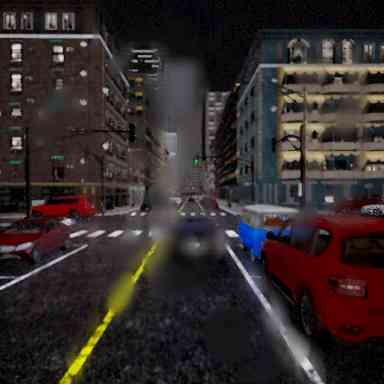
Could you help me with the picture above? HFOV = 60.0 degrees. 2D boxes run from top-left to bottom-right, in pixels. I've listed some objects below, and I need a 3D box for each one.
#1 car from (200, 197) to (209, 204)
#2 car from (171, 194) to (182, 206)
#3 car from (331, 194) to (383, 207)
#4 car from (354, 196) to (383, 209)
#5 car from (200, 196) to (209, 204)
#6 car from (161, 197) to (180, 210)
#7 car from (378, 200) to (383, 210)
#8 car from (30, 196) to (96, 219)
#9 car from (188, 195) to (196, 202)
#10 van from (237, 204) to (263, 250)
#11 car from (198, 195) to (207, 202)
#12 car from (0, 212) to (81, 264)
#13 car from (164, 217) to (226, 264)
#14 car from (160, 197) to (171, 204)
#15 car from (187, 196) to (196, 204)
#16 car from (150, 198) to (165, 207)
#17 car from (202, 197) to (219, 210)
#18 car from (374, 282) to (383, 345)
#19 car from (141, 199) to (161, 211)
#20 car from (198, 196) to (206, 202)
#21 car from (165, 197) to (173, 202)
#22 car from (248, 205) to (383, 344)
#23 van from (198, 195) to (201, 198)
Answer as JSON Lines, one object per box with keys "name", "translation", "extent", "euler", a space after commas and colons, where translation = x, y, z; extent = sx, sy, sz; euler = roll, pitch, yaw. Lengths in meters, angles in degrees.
{"name": "car", "translation": [2.652, 1.828, 71.936], "extent": [1.947, 1.339, 4.313], "euler": [0, 0, 0]}
{"name": "car", "translation": [-3.059, 1.444, 62.149], "extent": [2.150, 2.045, 5.566], "euler": [0, 0, 1]}
{"name": "car", "translation": [15.746, 1.138, 31.465], "extent": [5.009, 1.841, 2.192], "euler": [-1, 1, 0]}
{"name": "car", "translation": [17.130, 1.340, 28.902], "extent": [4.674, 1.442, 1.812], "euler": [-1, 0, 0]}
{"name": "car", "translation": [2.662, 1.740, 49.842], "extent": [1.947, 1.339, 4.313], "euler": [0, 0, 0]}
{"name": "car", "translation": [-3.103, 1.764, 46.860], "extent": [1.895, 1.301, 4.718], "euler": [0, 0, 0]}
{"name": "car", "translation": [15.774, 1.426, 23.090], "extent": [4.313, 1.339, 1.947], "euler": [-1, 1, 0]}
{"name": "car", "translation": [-11.146, 1.436, 28.671], "extent": [5.566, 2.045, 2.150], "euler": [-1, 0, 6]}
{"name": "car", "translation": [-0.037, 1.621, 83.780], "extent": [1.882, 1.535, 5.008], "euler": [0, 0, 0]}
{"name": "van", "translation": [2.678, 1.381, 11.925], "extent": [1.690, 1.788, 3.998], "euler": [0, 0, 0]}
{"name": "car", "translation": [2.657, 1.762, 60.889], "extent": [1.887, 1.381, 4.507], "euler": [0, 0, 0]}
{"name": "car", "translation": [-5.702, 1.622, 11.922], "extent": [1.802, 1.307, 4.206], "euler": [0, 0, 0]}
{"name": "car", "translation": [0.096, 1.604, 12.029], "extent": [1.994, 1.385, 4.181], "euler": [0, 0, 0]}
{"name": "car", "translation": [-5.729, 1.807, 71.945], "extent": [1.887, 1.381, 4.507], "euler": [0, 0, 0]}
{"name": "car", "translation": [-0.033, 1.784, 73.357], "extent": [2.128, 1.511, 4.902], "euler": [0, 0, 0]}
{"name": "car", "translation": [-5.721, 1.762, 55.374], "extent": [1.947, 1.339, 4.313], "euler": [0, 0, 0]}
{"name": "car", "translation": [2.665, 1.735, 44.319], "extent": [1.802, 1.307, 4.206], "euler": [0, 0, 0]}
{"name": "car", "translation": [2.684, 1.548, 0.869], "extent": [1.887, 1.381, 4.507], "euler": [0, 0, 0]}
{"name": "car", "translation": [-5.716, 1.719, 44.327], "extent": [1.947, 1.339, 4.313], "euler": [0, 0, 0]}
{"name": "car", "translation": [2.644, 1.857, 88.676], "extent": [1.752, 1.417, 4.829], "euler": [0, 0, 0]}
{"name": "car", "translation": [-5.733, 1.889, 82.991], "extent": [1.802, 1.307, 4.206], "euler": [0, 0, 0]}
{"name": "car", "translation": [2.680, 1.337, 6.398], "extent": [2.192, 1.841, 5.009], "euler": [0, 0, 0]}
{"name": "van", "translation": [2.653, 1.581, 66.413], "extent": [1.690, 1.788, 3.998], "euler": [0, 0, 0]}
